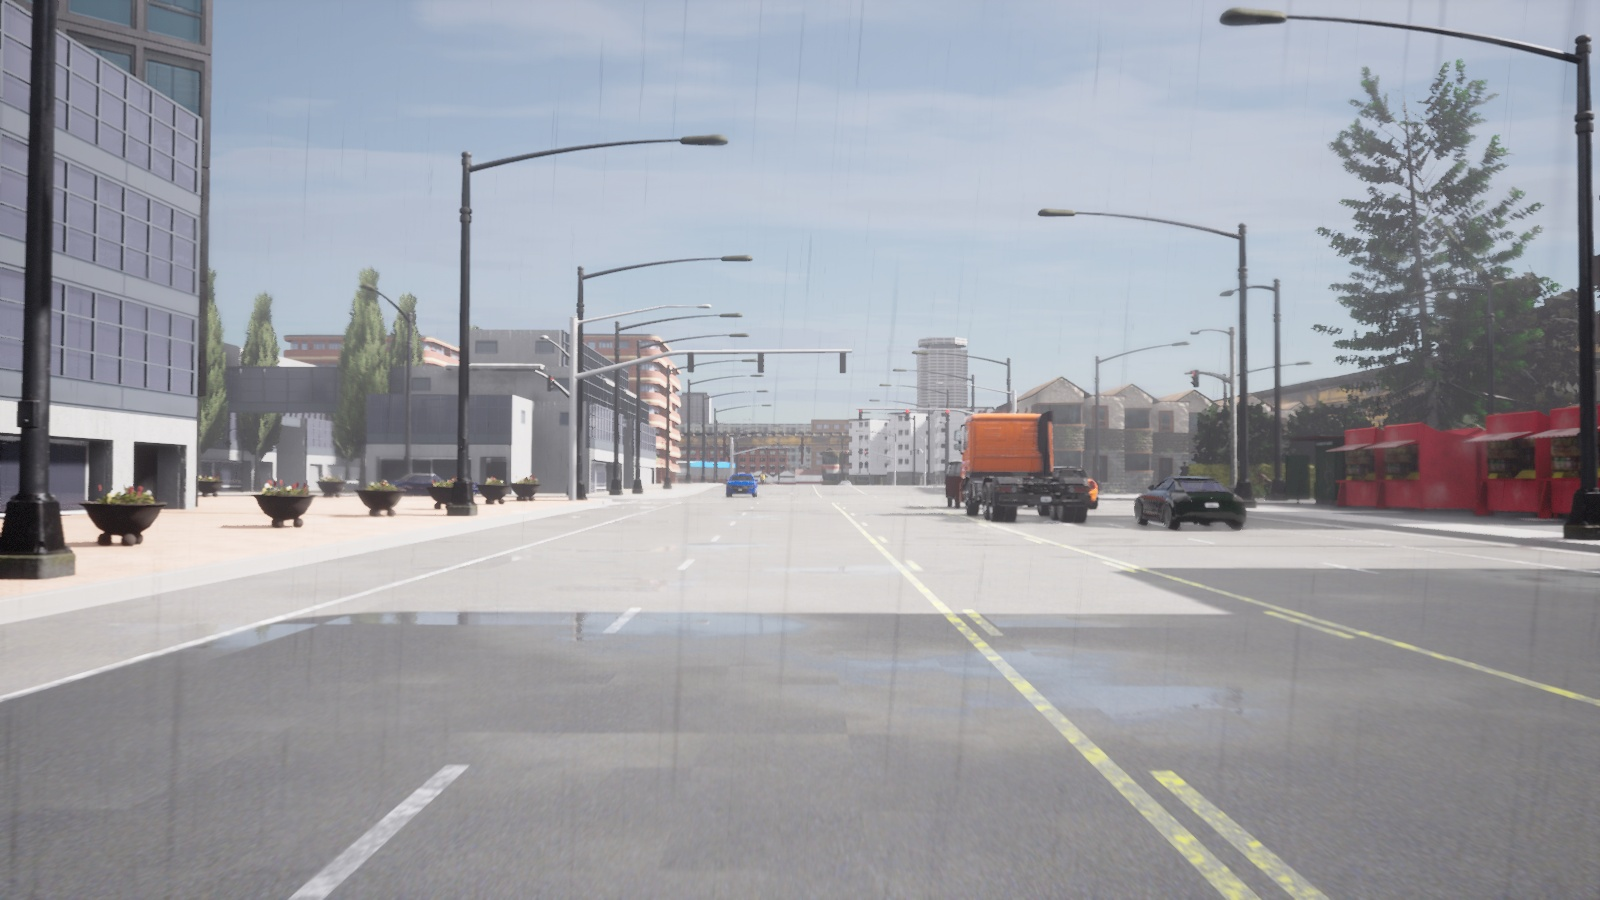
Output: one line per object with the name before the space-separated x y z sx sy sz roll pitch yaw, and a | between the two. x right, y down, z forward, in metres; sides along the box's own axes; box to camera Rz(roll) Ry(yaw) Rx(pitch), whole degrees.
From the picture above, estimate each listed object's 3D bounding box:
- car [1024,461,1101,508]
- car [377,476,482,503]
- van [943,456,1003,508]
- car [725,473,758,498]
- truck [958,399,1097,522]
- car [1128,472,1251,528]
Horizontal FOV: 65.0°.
car | 10.380 1.349 50.077 2.097 1.767 4.553 0 -1 0
car | -18.513 1.967 62.876 4.718 1.301 1.895 0 -2 0
van | 6.878 1.266 50.409 1.775 1.987 4.442 0 -1 0
car | -3.691 2.266 80.432 1.882 1.535 5.008 0 -1 0
truck | 6.903 0.348 39.332 2.891 3.462 7.936 0 -1 0
car | 10.419 1.304 33.915 1.994 1.385 4.181 0 -1 0
